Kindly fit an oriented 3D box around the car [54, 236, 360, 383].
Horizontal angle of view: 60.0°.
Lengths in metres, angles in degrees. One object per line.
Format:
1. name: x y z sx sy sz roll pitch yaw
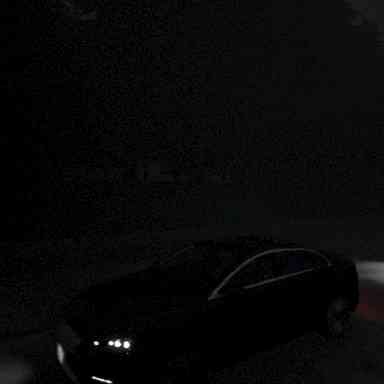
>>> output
1. car: 0.588 1.483 5.013 4.902 1.511 2.128 0 0 -35
